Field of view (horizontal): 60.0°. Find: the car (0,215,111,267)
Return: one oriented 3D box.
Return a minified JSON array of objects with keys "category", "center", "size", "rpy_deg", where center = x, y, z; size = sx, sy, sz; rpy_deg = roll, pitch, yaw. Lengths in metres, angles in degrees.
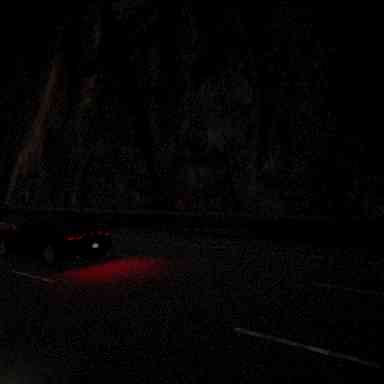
[{"category":"car","center":[-5.054,1.557,11.903],"size":[5.008,1.535,1.882],"rpy_deg":[-1,0,36]}]
